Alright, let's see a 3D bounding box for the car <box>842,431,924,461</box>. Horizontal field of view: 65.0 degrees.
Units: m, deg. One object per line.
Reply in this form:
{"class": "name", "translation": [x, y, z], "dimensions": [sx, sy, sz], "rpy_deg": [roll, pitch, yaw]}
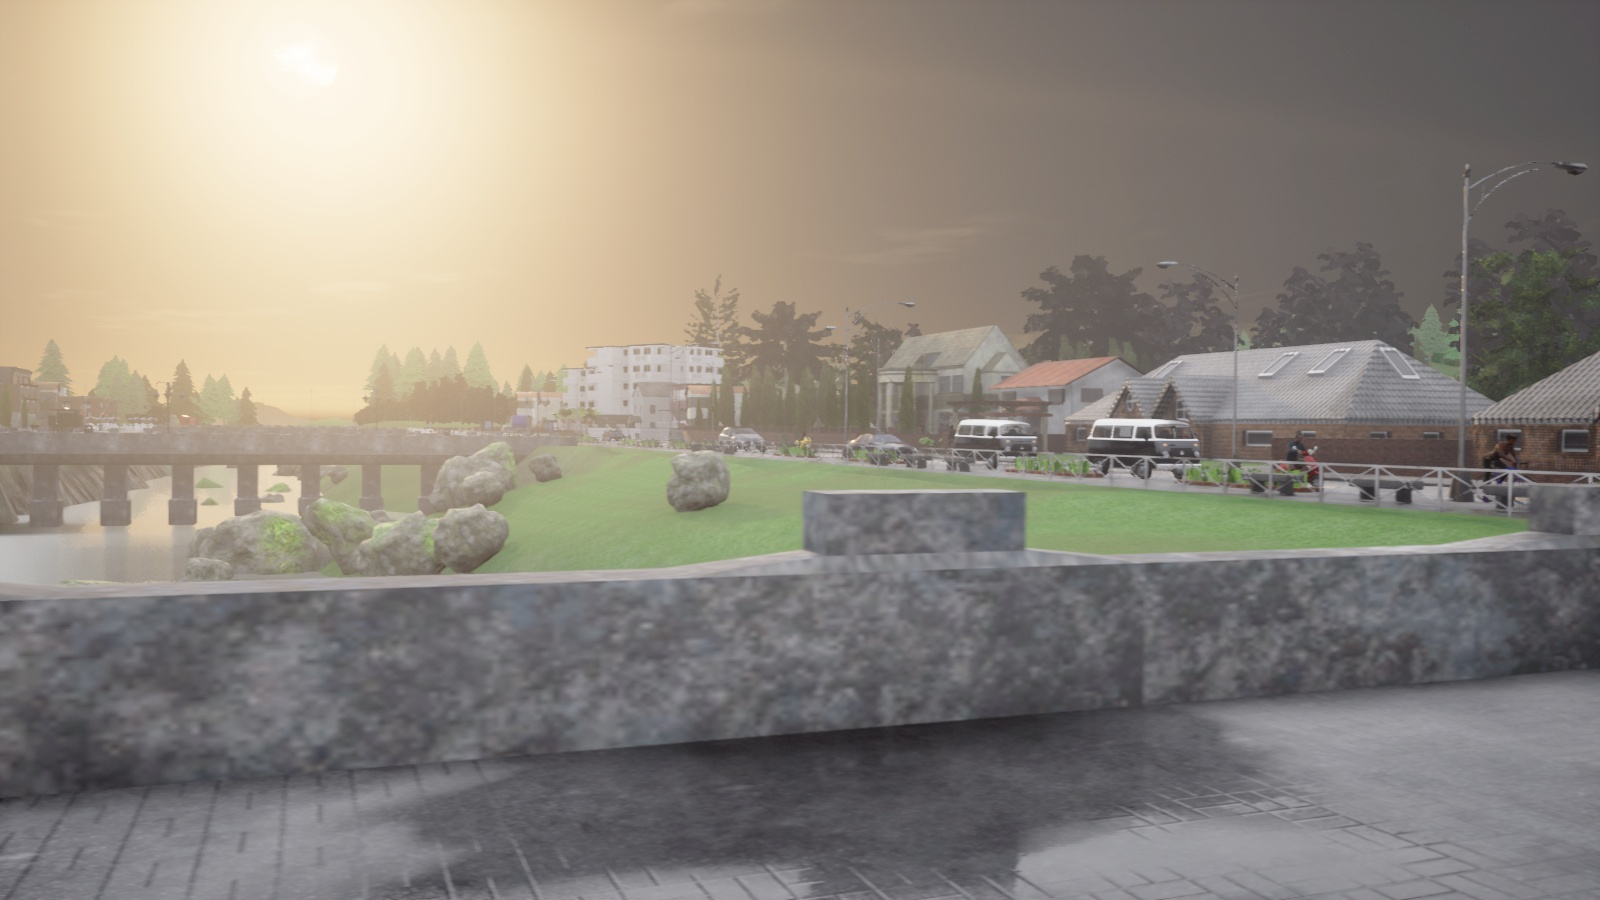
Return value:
{"class": "car", "translation": [4.051, -0.213, 62.371], "dimensions": [2.033, 1.411, 5.357], "rpy_deg": [-1, 1, -21]}

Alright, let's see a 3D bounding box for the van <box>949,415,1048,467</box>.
{"class": "van", "translation": [8.095, -0.412, 51.714], "dimensions": [2.069, 2.038, 4.480], "rpy_deg": [-1, 2, -21]}

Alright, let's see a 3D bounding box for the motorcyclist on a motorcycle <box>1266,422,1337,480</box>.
{"class": "motorcyclist on a motorcycle", "translation": [14.214, 0.018, 35.623], "dimensions": [0.866, 1.590, 1.817], "rpy_deg": [-1, 1, -21]}

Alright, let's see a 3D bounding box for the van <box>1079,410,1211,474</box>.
{"class": "van", "translation": [11.595, -0.295, 42.507], "dimensions": [2.069, 2.038, 4.480], "rpy_deg": [-1, 1, -21]}

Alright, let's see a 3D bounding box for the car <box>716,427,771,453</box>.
{"class": "car", "translation": [-3.781, -0.667, 82.972], "dimensions": [2.242, 1.667, 4.611], "rpy_deg": [-1, 1, -21]}

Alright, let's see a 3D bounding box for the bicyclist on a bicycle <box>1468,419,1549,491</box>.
{"class": "bicyclist on a bicycle", "translation": [16.575, 0.093, 29.411], "dimensions": [0.582, 1.620, 1.656], "rpy_deg": [-1, 1, -21]}
